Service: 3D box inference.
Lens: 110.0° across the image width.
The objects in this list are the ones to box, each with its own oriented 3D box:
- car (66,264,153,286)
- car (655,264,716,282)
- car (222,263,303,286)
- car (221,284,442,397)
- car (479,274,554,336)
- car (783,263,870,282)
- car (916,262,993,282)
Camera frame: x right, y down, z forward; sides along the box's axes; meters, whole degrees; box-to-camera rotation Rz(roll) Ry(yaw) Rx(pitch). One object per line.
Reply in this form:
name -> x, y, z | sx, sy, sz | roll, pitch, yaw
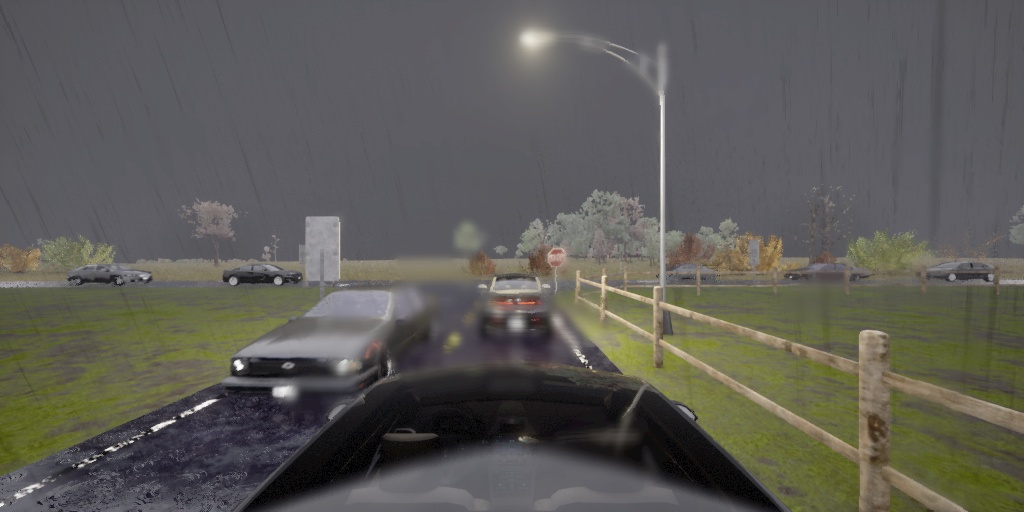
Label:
car -> -28.195, 1.317, 25.224 | 4.902, 1.511, 2.128 | 0, 0, 1
car -> 13.366, 1.276, 27.765 | 4.181, 1.385, 1.994 | 0, 0, 0
car -> -17.366, 1.271, 25.117 | 5.008, 1.535, 1.882 | 0, 0, 1
car -> -2.758, 1.297, 7.108 | 2.033, 1.411, 5.357 | 0, 0, 1
car -> 0.113, 1.255, 10.359 | 1.837, 1.490, 4.892 | 0, 0, 0
car -> 24.219, 1.236, 27.682 | 5.357, 1.411, 2.033 | 0, 0, 1
car -> 34.213, 1.180, 27.581 | 4.892, 1.490, 1.837 | 0, 0, 1
